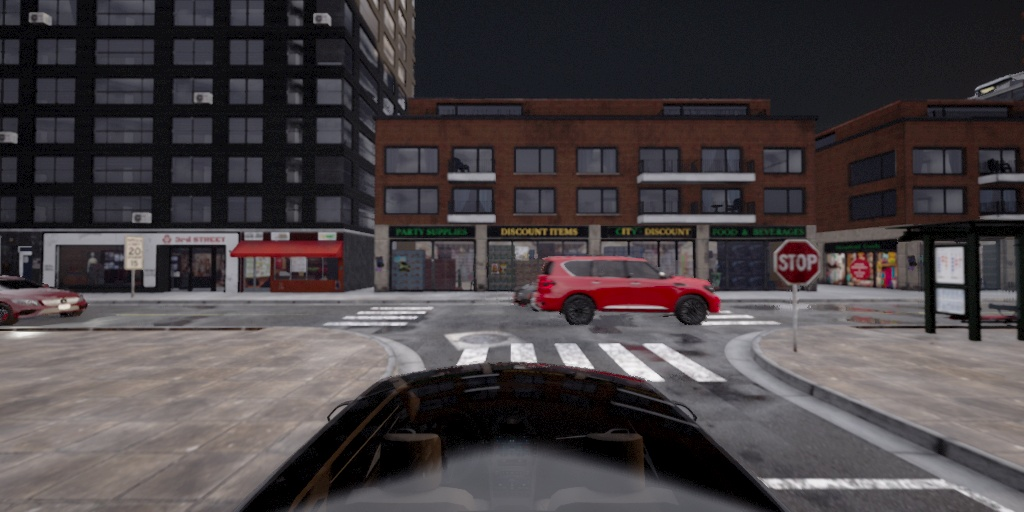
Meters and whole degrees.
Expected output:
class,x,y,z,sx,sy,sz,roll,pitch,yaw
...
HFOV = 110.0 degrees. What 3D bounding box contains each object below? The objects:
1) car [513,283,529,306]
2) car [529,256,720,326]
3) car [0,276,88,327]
class,x,y,z,sx,sy,sz,roll,pitch,yaw
car,2.481,1.354,14.376,4.892,1.490,1.837,0,-1,0
car,3.476,1.027,11.429,5.566,2.045,2.150,0,-1,0
car,-16.498,1.365,11.345,4.674,1.442,1.812,0,-1,0
